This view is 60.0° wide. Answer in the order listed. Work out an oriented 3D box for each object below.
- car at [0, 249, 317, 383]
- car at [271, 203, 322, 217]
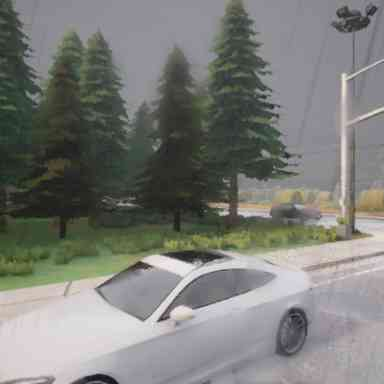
[{"bbox_3d":[-0.176,1.592,4.511,4.674,1.442,1.812,-1,0,-36],"label":"car"},{"bbox_3d":[8.688,1.678,28.137,1.812,1.442,4.674,0,0,-35],"label":"car"}]
